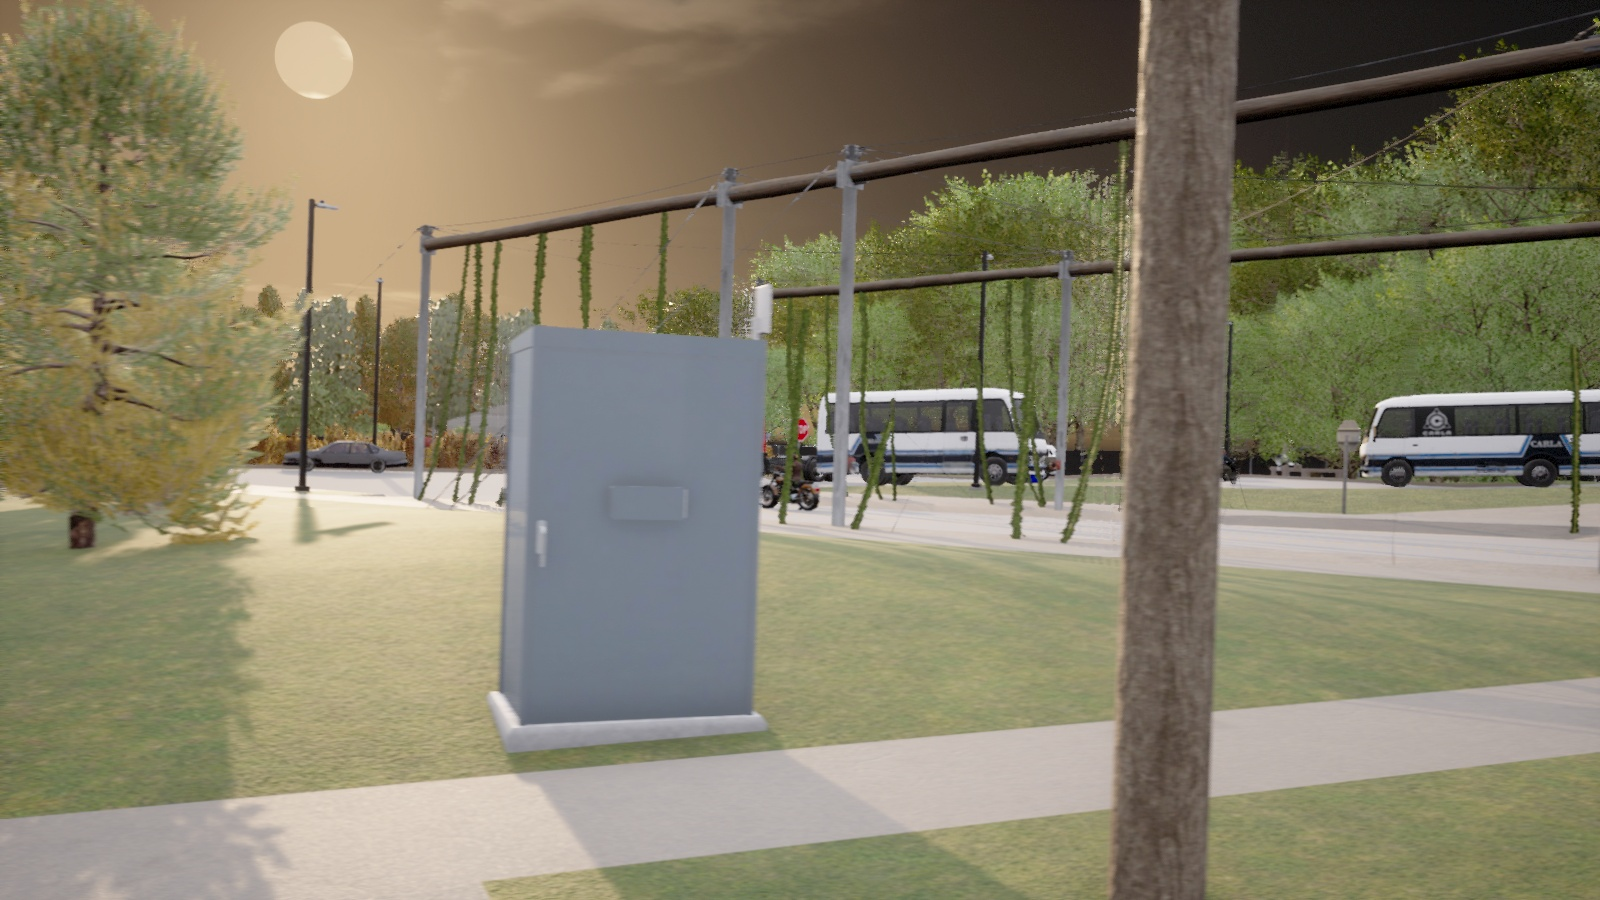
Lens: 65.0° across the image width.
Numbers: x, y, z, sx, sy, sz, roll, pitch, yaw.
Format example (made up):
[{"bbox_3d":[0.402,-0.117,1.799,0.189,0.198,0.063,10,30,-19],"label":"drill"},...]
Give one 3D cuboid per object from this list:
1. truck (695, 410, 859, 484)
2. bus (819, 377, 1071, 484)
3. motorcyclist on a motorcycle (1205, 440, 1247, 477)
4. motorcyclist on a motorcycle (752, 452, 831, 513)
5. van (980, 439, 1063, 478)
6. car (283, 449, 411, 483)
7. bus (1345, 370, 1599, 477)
[{"bbox_3d":[-1.065,-0.146,62.008,7.936,3.462,2.891,0,0,-37],"label":"truck"},{"bbox_3d":[6.301,-0.673,55.339,10.273,4.253,3.944,-2,-2,30],"label":"bus"},{"bbox_3d":[19.156,0.375,56.483,1.817,1.590,0.866,-1,0,-36],"label":"motorcyclist on a motorcycle"},{"bbox_3d":[-0.263,0.903,35.480,2.350,1.649,0.766,-1,-1,44],"label":"motorcyclist on a motorcycle"},{"bbox_3d":[12.825,0.478,72.625,4.480,2.038,2.069,-3,-1,14],"label":"van"},{"bbox_3d":[-20.420,0.718,56.690,5.357,1.411,2.033,1,1,-21],"label":"car"},{"bbox_3d":[30.443,-1.097,56.952,10.273,4.253,3.944,-2,-1,22],"label":"bus"}]
